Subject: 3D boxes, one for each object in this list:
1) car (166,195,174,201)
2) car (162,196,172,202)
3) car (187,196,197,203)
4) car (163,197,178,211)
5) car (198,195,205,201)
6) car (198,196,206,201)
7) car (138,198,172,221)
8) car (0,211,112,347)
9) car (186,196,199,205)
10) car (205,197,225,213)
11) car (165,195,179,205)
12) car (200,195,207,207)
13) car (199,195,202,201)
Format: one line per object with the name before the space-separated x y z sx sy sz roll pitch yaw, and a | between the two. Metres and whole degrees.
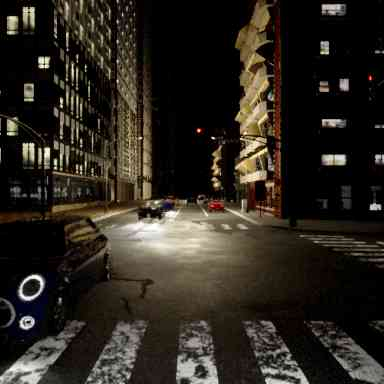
car | -5.827 1.595 89.661 1.887 1.381 4.507 0 0 0
car | -5.809 1.589 78.363 2.008 1.369 4.403 0 0 0
car | -0.021 1.594 70.278 1.994 1.385 4.181 0 0 0
car | -3.152 1.612 41.501 1.895 1.301 4.718 0 0 0
car | 2.554 1.491 89.674 1.967 1.590 4.097 0 0 0
car | 2.563 1.626 84.025 1.802 1.307 4.206 0 0 0
car | -3.198 1.496 27.463 2.128 1.511 4.902 0 0 2
car | -3.094 1.339 6.659 2.097 1.767 4.553 0 1 0
car | 0.007 1.528 59.967 1.837 1.490 4.892 0 0 0
car | 2.685 1.591 37.216 1.802 1.307 4.206 0 0 0
car | -3.107 1.497 54.577 1.882 1.535 5.008 0 0 1
car | 2.615 1.567 50.134 2.008 1.369 4.403 0 0 0
car | 2.607 1.571 55.782 2.008 1.369 4.403 0 0 0
